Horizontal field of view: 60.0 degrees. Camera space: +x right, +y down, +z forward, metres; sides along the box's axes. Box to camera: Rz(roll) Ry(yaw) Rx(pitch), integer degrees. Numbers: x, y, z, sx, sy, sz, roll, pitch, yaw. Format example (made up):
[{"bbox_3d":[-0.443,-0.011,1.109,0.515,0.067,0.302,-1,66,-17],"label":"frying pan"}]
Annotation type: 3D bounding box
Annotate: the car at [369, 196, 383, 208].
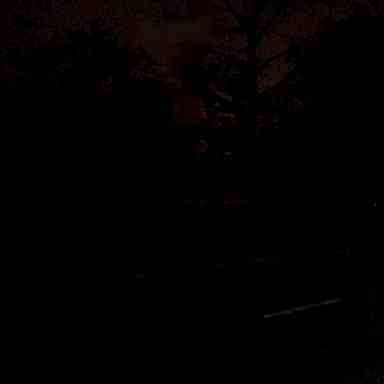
[{"bbox_3d":[26.505,1.299,46.950,2.097,1.767,4.553,0,0,20],"label":"car"}]
